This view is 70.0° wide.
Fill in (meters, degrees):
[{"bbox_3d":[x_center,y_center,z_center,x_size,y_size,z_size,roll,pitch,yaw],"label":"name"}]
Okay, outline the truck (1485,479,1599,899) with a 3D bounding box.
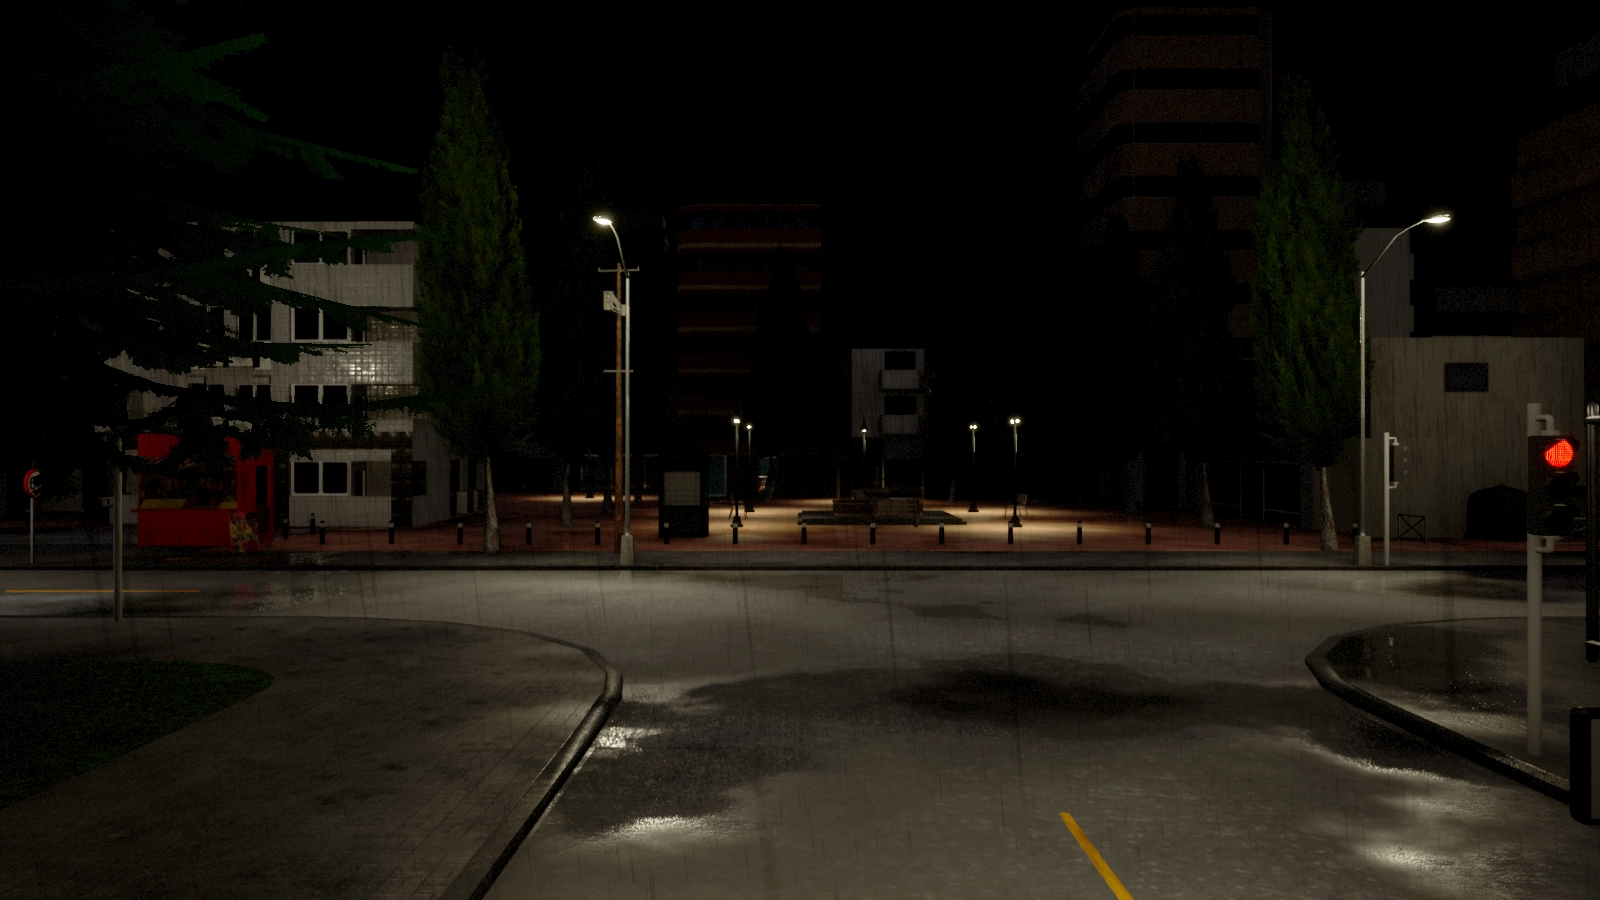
[{"bbox_3d":[4.017,1.349,1.921,2.627,2.467,5.204,0,0,0],"label":"truck"}]
